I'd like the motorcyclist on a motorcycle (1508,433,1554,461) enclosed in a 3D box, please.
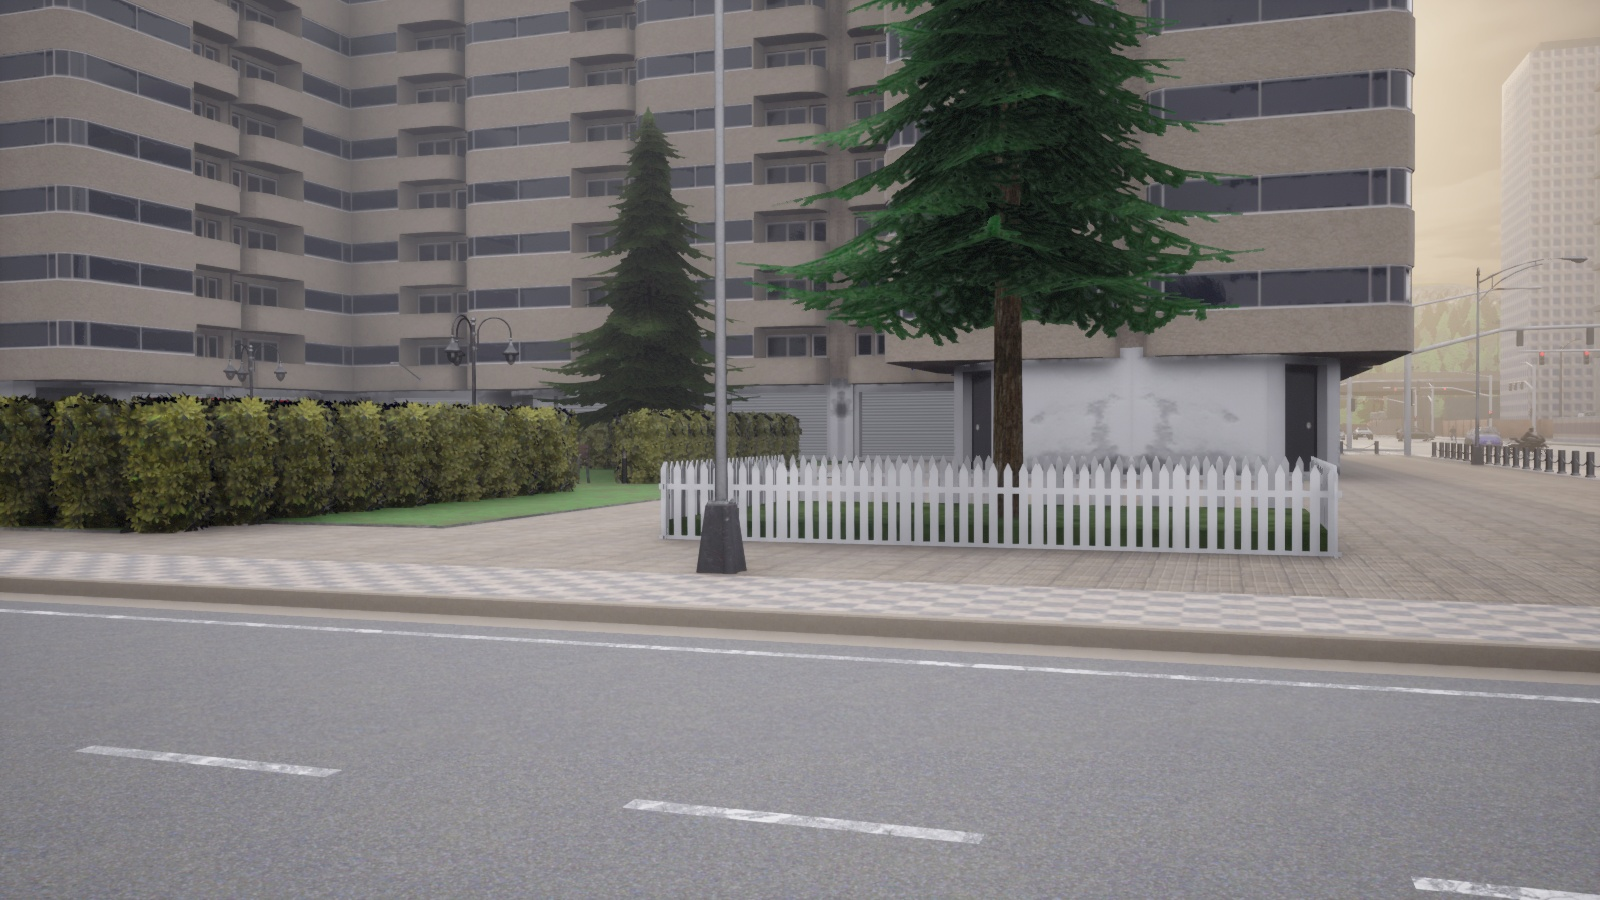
[{"bbox_3d":[40.237,-0.177,69.178,2.044,1.523,0.797,1,1,17],"label":"motorcyclist on a motorcycle"}]
